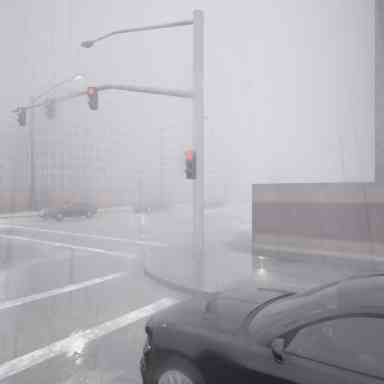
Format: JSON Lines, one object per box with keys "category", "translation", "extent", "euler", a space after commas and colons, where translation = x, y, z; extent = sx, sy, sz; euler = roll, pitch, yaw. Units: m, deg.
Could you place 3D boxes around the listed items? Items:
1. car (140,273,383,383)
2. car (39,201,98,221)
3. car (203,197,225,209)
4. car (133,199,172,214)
{"category": "car", "translation": [1.731, 1.478, 2.771], "extent": [5.008, 1.535, 1.882], "euler": [0, 0, 37]}
{"category": "car", "translation": [-10.105, 1.491, 27.436], "extent": [2.128, 1.511, 4.902], "euler": [0, 0, 34]}
{"category": "car", "translation": [2.583, 1.478, 44.836], "extent": [1.882, 1.535, 5.008], "euler": [0, 0, 36]}
{"category": "car", "translation": [-4.176, 1.505, 35.574], "extent": [1.837, 1.490, 4.892], "euler": [0, 0, 36]}
